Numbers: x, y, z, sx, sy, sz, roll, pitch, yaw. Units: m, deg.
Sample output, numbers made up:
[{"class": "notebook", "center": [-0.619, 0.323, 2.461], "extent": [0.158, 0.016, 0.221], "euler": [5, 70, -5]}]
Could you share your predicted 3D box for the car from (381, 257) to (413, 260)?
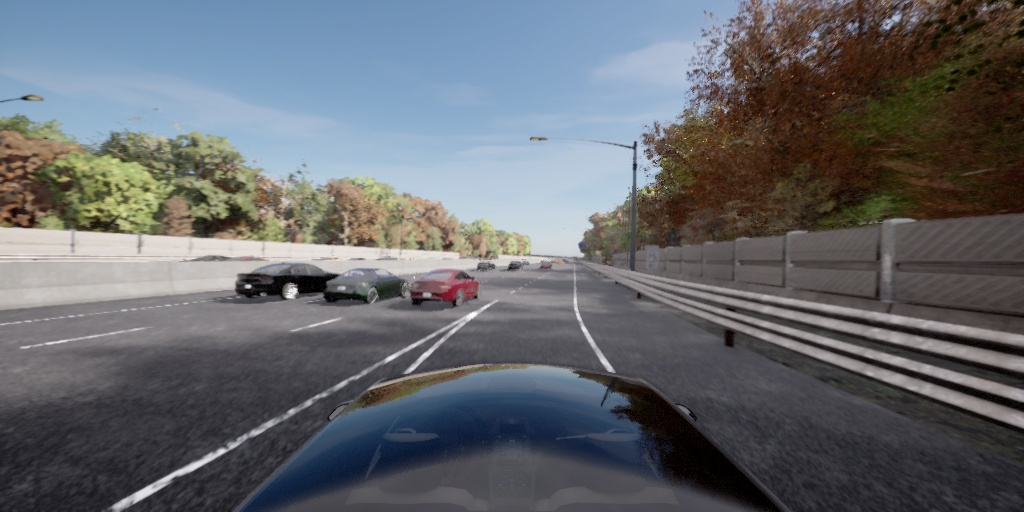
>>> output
[{"class": "car", "center": [-14.917, 1.162, 47.259], "extent": [1.895, 1.301, 4.718], "euler": [1, 0, 10]}]

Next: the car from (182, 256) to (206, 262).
[{"class": "car", "center": [-27.983, 0.671, 33.348], "extent": [1.837, 1.490, 4.892], "euler": [1, -1, 10]}]

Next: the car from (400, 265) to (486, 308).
[{"class": "car", "center": [-2.658, 1.252, 15.095], "extent": [1.812, 1.442, 4.674], "euler": [1, 0, 10]}]

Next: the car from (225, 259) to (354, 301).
[{"class": "car", "center": [-9.598, 1.032, 16.033], "extent": [1.882, 1.535, 5.008], "euler": [1, 0, 10]}]

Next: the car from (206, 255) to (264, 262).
[{"class": "car", "center": [-24.514, 0.729, 32.886], "extent": [1.882, 1.535, 5.008], "euler": [1, -1, 10]}]

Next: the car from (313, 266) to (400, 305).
[{"class": "car", "center": [-6.130, 1.204, 15.560], "extent": [1.994, 1.385, 4.181], "euler": [1, 0, 10]}]

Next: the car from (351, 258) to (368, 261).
[{"class": "car", "center": [-21.573, 0.929, 49.694], "extent": [1.812, 1.442, 4.674], "euler": [1, 0, 10]}]

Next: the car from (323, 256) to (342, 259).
[{"class": "car", "center": [-17.603, 0.987, 31.835], "extent": [1.994, 1.385, 4.181], "euler": [1, 0, 10]}]

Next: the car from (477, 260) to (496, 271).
[{"class": "car", "center": [-3.606, 1.357, 50.751], "extent": [2.128, 1.511, 4.902], "euler": [1, 0, 10]}]

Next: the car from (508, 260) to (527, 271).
[{"class": "car", "center": [0.587, 1.496, 54.460], "extent": [1.837, 1.490, 4.892], "euler": [1, 0, 10]}]
